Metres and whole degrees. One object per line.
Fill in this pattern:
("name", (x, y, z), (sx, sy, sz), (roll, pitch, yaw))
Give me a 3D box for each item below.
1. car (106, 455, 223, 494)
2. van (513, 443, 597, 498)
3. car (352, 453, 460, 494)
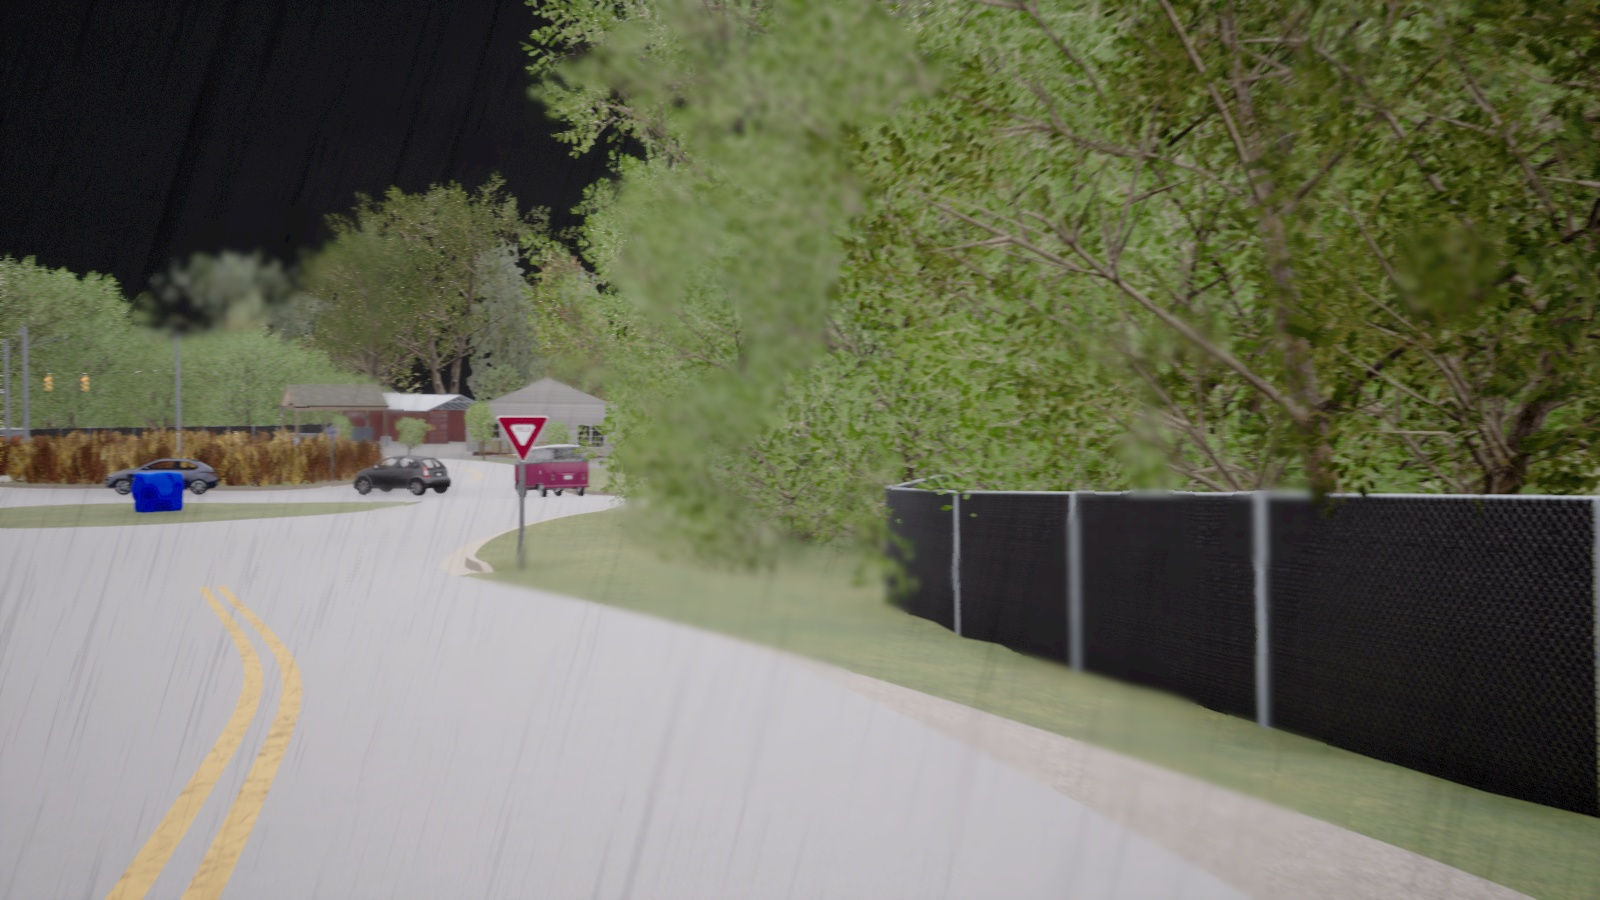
("car", (-26.268, 1.023, 52.061), (4.193, 1.474, 1.816), (1, 2, -22))
("van", (-9.412, 0.795, 47.975), (1.775, 1.987, 4.442), (-1, -1, -30))
("car", (-16.600, 0.980, 52.935), (3.988, 1.617, 1.851), (0, 2, 21))
